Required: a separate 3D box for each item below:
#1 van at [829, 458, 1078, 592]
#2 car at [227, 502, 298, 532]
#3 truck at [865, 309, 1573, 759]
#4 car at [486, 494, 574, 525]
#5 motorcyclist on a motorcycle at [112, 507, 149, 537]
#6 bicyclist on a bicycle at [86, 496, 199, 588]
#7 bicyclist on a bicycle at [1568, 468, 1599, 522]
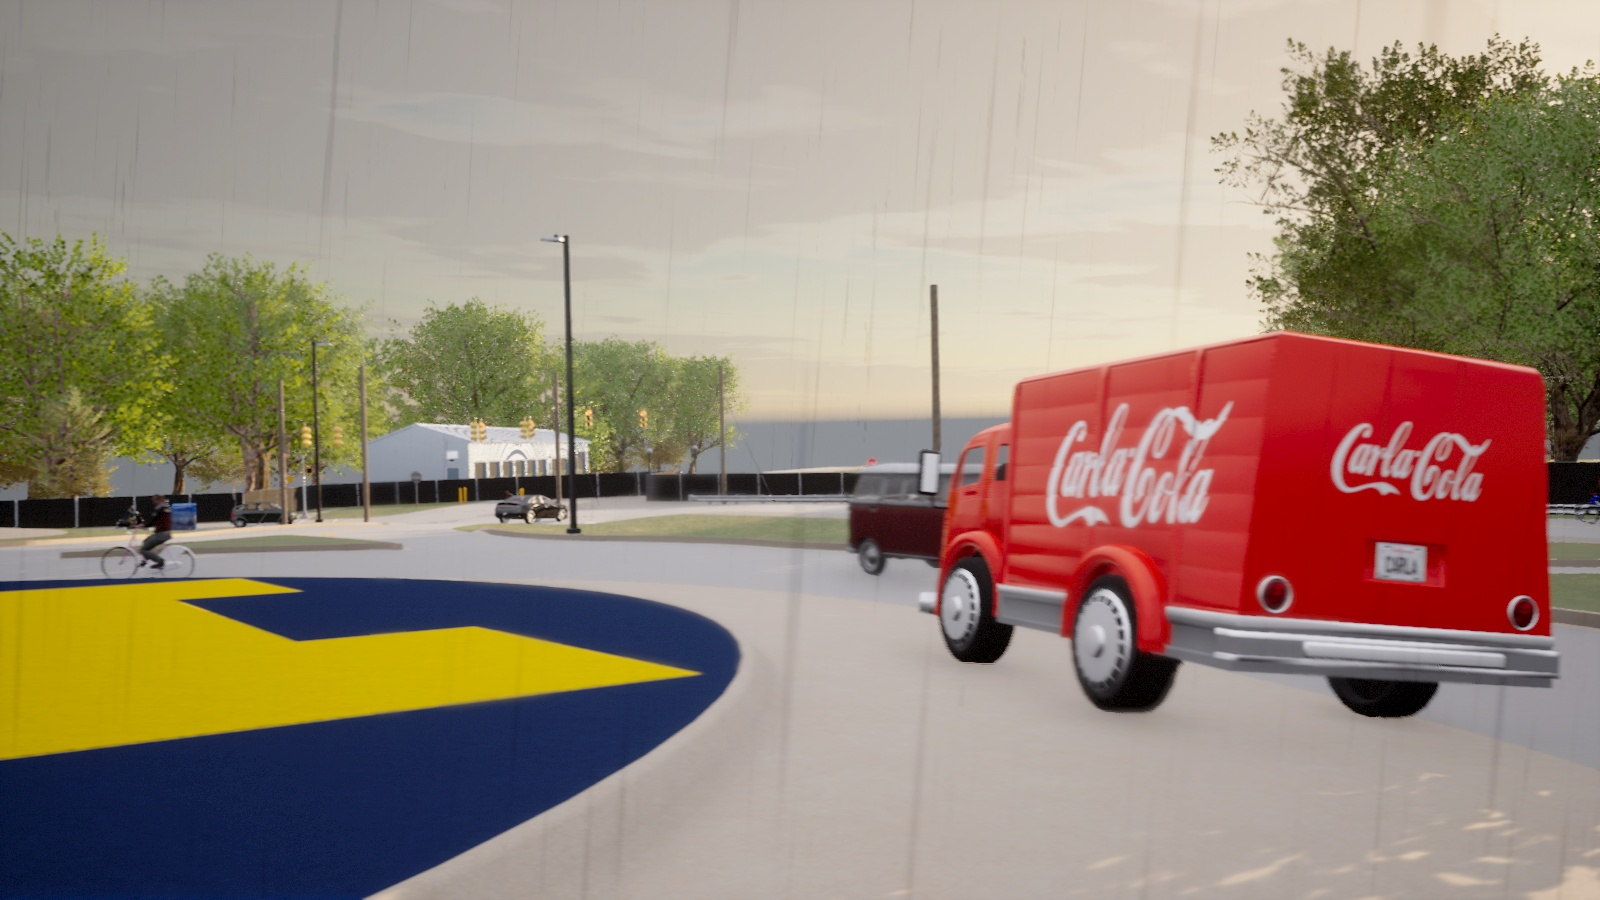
[{"bbox_3d":[2.509,1.186,21.679,1.775,1.987,4.442,-3,1,-33],"label":"van"},{"bbox_3d":[-32.230,4.011,75.396,3.705,1.549,1.789,-1,1,-16],"label":"car"},{"bbox_3d":[2.734,0.656,9.896,2.627,2.467,5.204,6,-4,-17],"label":"truck"},{"bbox_3d":[-14.222,3.130,66.459,2.128,1.511,4.902,-1,-2,23],"label":"car"},{"bbox_3d":[-38.779,4.144,72.763,1.817,1.590,0.866,-2,1,-27],"label":"motorcyclist on a motorcycle"},{"bbox_3d":[-12.966,1.796,24.782,1.843,1.776,0.659,0,-2,0],"label":"bicyclist on a bicycle"},{"bbox_3d":[24.569,1.364,38.447,0.582,1.620,1.656,-2,0,-36],"label":"bicyclist on a bicycle"}]
